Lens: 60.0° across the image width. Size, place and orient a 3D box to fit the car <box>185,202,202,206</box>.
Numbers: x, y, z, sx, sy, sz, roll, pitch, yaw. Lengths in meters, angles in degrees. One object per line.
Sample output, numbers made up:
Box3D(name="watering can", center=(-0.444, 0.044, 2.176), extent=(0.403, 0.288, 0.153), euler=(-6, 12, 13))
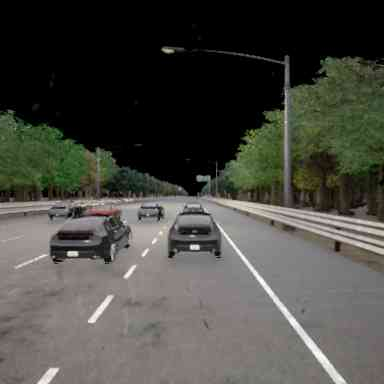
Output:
Box3D(name="car", center=(0.137, 1.619, 29.111), extent=(1.812, 1.442, 4.674), euler=(0, 0, 0))

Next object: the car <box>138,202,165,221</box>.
Box3D(name="car", center=(-3.369, 1.577, 28.053), extent=(2.128, 1.511, 4.902), euler=(0, 0, 0))

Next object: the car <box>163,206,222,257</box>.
Box3D(name="car", center=(0.098, 1.518, 12.983), extent=(1.837, 1.490, 4.892), euler=(0, 0, 0))

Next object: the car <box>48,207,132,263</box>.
Box3D(name="car", center=(-3.408, 1.517, 11.964), extent=(1.837, 1.490, 4.892), euler=(0, 0, 0))

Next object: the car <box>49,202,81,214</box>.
Box3D(name="car", center=(-10.368, 1.576, 28.093), extent=(2.128, 1.511, 4.902), euler=(0, 0, 0))

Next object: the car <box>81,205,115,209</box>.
Box3D(name="car", center=(-6.877, 1.675, 26.421), extent=(1.895, 1.301, 4.718), euler=(0, 0, 0))
